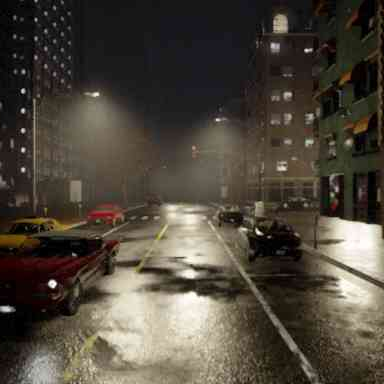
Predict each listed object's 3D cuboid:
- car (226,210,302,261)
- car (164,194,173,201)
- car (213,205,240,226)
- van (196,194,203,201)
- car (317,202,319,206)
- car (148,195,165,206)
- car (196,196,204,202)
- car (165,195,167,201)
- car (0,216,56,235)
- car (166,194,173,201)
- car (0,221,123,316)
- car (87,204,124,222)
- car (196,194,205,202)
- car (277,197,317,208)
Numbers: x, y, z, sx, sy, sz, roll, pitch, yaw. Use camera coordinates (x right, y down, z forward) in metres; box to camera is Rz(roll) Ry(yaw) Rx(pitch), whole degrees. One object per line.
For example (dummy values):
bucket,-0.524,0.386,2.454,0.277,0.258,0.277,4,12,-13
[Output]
car,2.592,1.551,12.002,2.008,1.369,4.403,0,0,-1
car,-6.512,1.459,94.039,2.192,1.841,5.009,0,0,-1
car,2.495,1.560,23.067,2.008,1.369,4.403,0,0,-1
van,1.917,1.456,88.591,1.690,1.788,3.998,0,0,-1
car,18.456,1.240,42.669,4.829,1.417,1.752,-1,1,-1
car,-6.172,1.383,55.381,2.192,1.841,5.009,0,0,-1
car,1.965,1.628,83.237,1.752,1.417,4.829,0,0,-1
car,-6.220,1.643,60.903,1.947,1.339,4.313,0,0,-1
car,-5.786,1.542,11.759,1.752,1.417,4.829,0,0,-1
car,-6.463,1.697,88.517,1.947,1.339,4.313,0,0,-1
car,-3.059,1.610,7.650,1.895,1.301,4.718,0,0,-1
car,-5.885,1.570,22.994,1.887,1.381,4.507,0,0,-1
car,2.015,1.656,77.545,1.947,1.339,4.313,0,0,-1
car,13.060,1.351,42.567,4.403,1.369,2.008,-1,1,-1
